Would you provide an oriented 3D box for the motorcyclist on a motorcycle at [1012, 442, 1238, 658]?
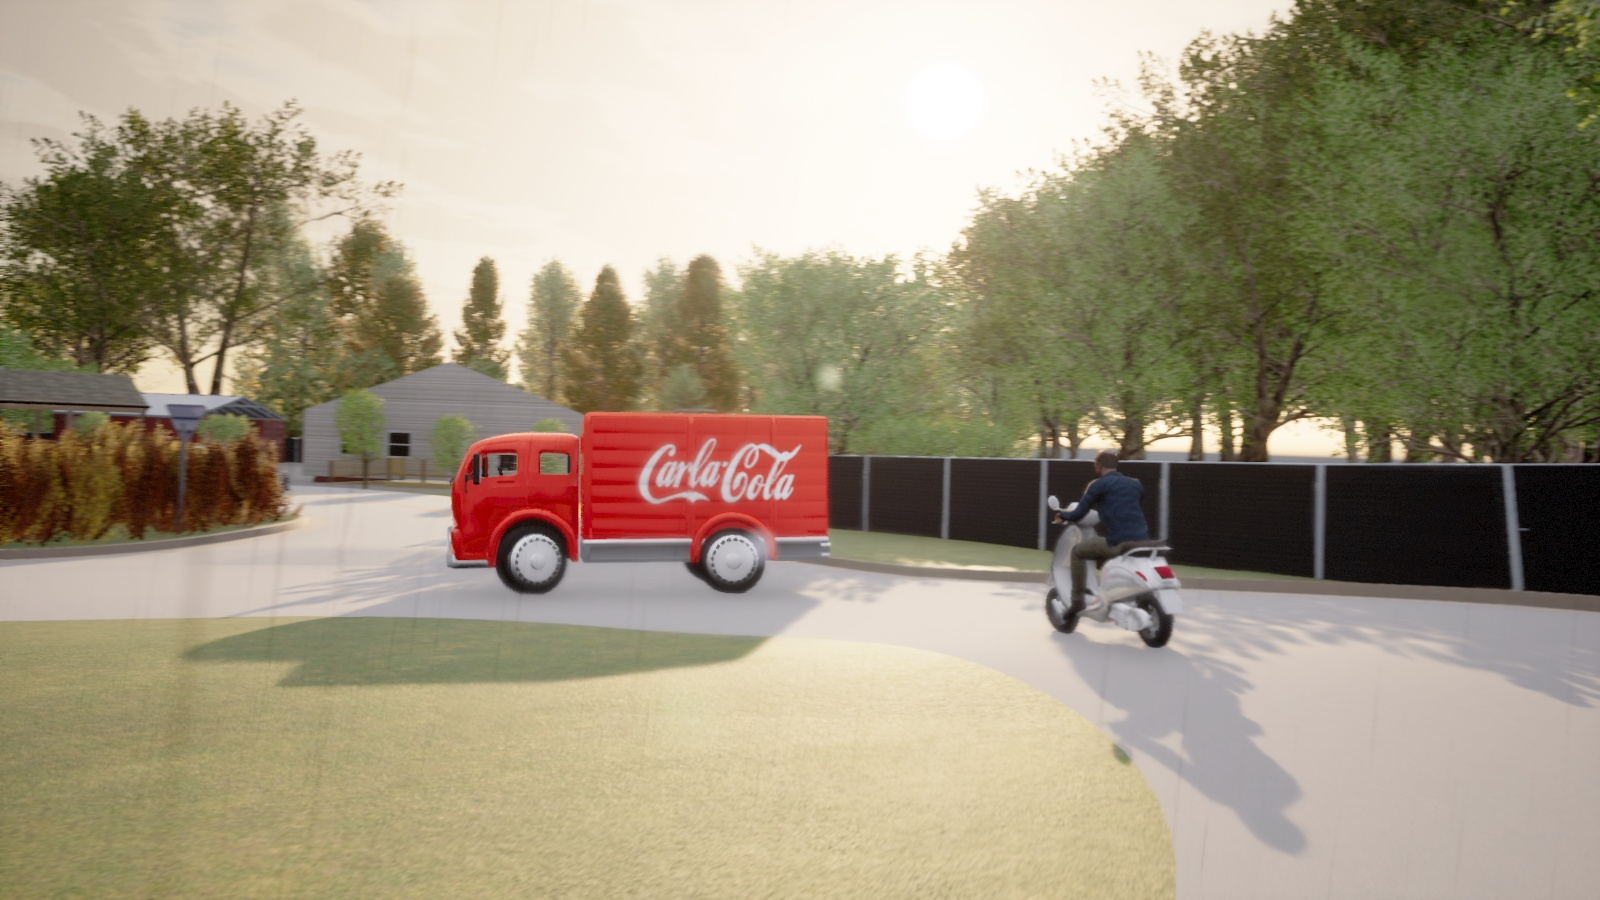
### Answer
[{"bbox_3d":[2.603,0.784,10.311,0.866,1.590,1.817,0,-3,-20],"label":"motorcyclist on a motorcycle"}]

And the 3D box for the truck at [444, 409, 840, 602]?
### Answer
[{"bbox_3d":[-2.268,0.742,17.879,5.204,2.467,2.627,0,-2,-12],"label":"truck"}]
